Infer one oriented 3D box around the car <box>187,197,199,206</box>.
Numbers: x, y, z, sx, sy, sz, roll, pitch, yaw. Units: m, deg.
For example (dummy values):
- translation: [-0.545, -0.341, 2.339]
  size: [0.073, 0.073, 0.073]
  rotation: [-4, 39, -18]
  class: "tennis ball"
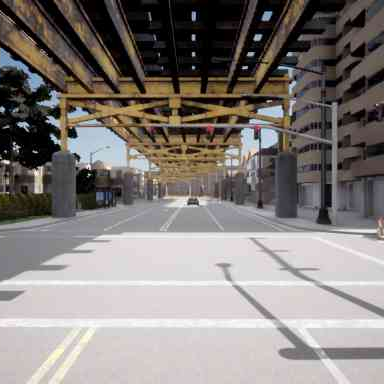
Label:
- translation: [0.188, 1.564, 56.209]
  size: [1.994, 1.385, 4.181]
  rotation: [0, 0, 0]
  class: "car"
